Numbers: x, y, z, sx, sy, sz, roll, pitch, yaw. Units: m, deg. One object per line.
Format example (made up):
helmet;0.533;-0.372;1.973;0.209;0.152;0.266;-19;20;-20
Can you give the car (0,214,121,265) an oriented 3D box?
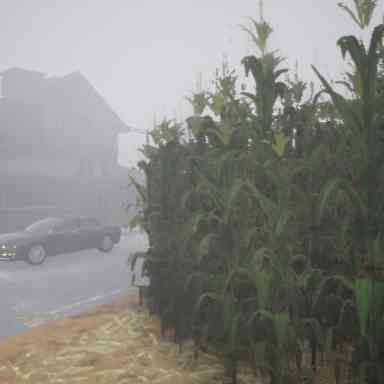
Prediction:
car;-4.912;1.646;12.546;1.837;1.490;4.892;-1;-1;36
